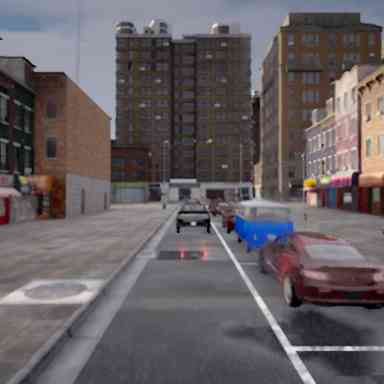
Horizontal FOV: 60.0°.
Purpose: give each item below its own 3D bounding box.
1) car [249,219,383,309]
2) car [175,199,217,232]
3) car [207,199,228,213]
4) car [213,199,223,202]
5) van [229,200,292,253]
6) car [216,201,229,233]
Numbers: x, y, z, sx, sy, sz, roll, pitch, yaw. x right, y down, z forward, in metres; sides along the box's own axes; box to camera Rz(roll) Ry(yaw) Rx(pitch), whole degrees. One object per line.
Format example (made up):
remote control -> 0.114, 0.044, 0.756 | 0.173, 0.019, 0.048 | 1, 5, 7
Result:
car -> 2.643, 1.533, 7.503 | 1.802, 1.307, 4.206 | 1, 0, 0
car -> 0.075, 1.378, 19.206 | 2.128, 1.511, 4.902 | 0, 0, 0
car -> 2.608, 1.406, 34.694 | 1.802, 1.307, 4.206 | 1, 0, 0
car -> 2.615, 1.428, 29.255 | 1.802, 1.307, 4.206 | 1, 0, 0
van -> 2.640, 1.261, 12.940 | 1.690, 1.788, 3.998 | 1, 0, 0
car -> 2.629, 1.437, 18.379 | 1.887, 1.381, 4.507 | 1, 0, 0
